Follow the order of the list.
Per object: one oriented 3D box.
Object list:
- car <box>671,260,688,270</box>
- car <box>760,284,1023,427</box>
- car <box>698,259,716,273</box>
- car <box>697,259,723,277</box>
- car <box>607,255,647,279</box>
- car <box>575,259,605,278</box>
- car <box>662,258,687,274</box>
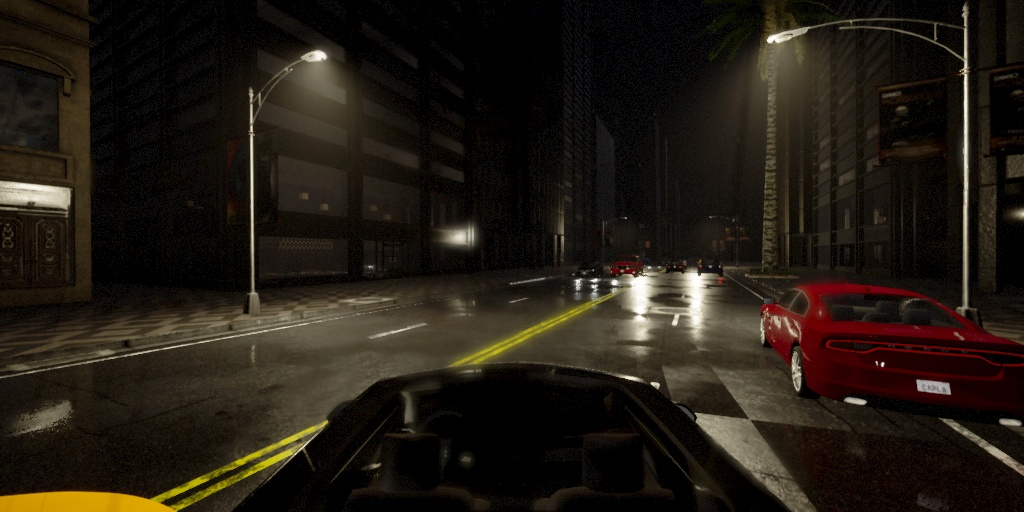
[{"bbox_3d":[23.545,1.262,50.322,1.895,1.301,4.718,0,0,27],"label":"car"},{"bbox_3d":[5.514,1.206,5.928,1.882,1.535,5.008,0,0,27],"label":"car"},{"bbox_3d":[23.723,1.135,43.726,1.882,1.535,5.008,0,0,28],"label":"car"},{"bbox_3d":[19.294,1.025,35.002,2.097,1.767,4.553,0,0,27],"label":"car"},{"bbox_3d":[10.504,0.925,32.529,2.150,2.045,5.566,0,0,27],"label":"car"},{"bbox_3d":[7.406,1.240,33.581,1.812,1.442,4.674,0,0,27],"label":"car"},{"bbox_3d":[18.396,1.223,40.314,2.033,1.411,5.357,0,0,26],"label":"car"}]
